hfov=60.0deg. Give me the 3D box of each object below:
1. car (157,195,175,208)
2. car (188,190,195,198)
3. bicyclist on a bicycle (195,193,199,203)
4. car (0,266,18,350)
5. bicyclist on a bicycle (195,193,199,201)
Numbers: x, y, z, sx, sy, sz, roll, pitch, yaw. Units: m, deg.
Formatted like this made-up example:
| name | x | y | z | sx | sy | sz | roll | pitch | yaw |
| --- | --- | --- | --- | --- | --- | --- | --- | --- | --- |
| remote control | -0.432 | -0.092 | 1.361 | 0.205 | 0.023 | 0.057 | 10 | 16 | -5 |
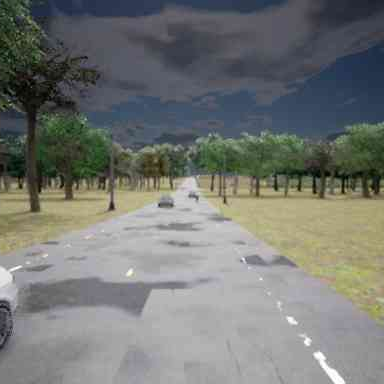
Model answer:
| name | x | y | z | sx | sy | sz | roll | pitch | yaw |
| --- | --- | --- | --- | --- | --- | --- | --- | --- | --- |
| car | -3.573 | 1.233 | 46.162 | 2.097 | 1.767 | 4.553 | 0 | 1 | 0 |
| car | 0.004 | 0.809 | 84.705 | 1.812 | 1.442 | 4.674 | 0 | 1 | 0 |
| bicyclist on a bicycle | 0.964 | 1.193 | 57.657 | 0.582 | 1.620 | 1.656 | 0 | 0 | 0 |
| car | -3.612 | 1.538 | 3.407 | 1.812 | 1.442 | 4.674 | 0 | 0 | 0 |
| bicyclist on a bicycle | 0.965 | 1.061 | 66.939 | 0.866 | 1.612 | 1.509 | 0 | 0 | 0 |
